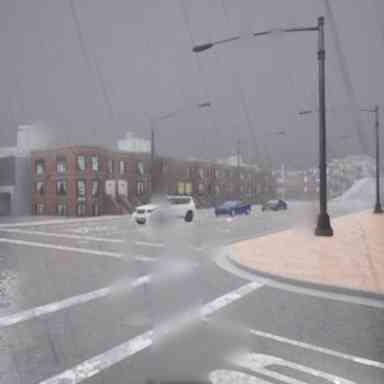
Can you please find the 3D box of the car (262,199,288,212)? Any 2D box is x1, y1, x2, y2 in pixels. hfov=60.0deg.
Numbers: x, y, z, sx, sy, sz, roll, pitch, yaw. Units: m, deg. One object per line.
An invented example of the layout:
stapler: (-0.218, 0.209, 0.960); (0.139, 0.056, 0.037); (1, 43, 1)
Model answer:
car: (10.323, 1.630, 41.359); (1.812, 1.442, 4.674); (-1, 0, 37)

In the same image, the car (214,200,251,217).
car: (4.124, 1.585, 33.149); (1.882, 1.535, 5.008); (-1, 0, 37)

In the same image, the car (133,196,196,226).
car: (-1.924, 1.333, 25.126); (2.150, 2.045, 5.566); (-1, -1, 37)
